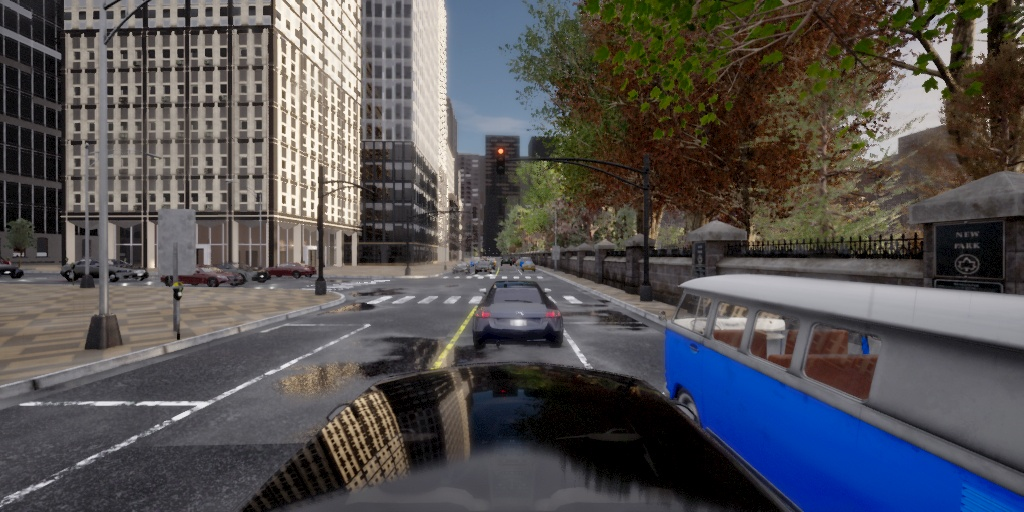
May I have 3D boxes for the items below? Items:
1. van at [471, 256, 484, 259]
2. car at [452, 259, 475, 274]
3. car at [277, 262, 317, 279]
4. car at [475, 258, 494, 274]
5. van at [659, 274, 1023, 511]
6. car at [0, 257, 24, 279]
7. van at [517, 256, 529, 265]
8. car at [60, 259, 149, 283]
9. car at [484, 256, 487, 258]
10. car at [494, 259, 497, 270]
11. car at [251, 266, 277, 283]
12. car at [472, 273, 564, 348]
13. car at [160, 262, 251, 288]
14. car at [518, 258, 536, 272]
[{"bbox_3d":[-6.330,1.062,62.479,1.690,1.789,3.998,0,0,-2],"label":"van"},{"bbox_3d":[-5.644,1.287,40.304,2.007,1.370,4.403,0,0,-1],"label":"car"},{"bbox_3d":[-18.094,1.126,29.097,4.207,1.307,1.802,0,0,4],"label":"car"},{"bbox_3d":[-3.229,1.241,40.878,1.837,1.490,4.892,0,0,-3],"label":"car"},{"bbox_3d":[2.567,1.091,2.639,1.690,1.789,3.998,0,0,0],"label":"van"},{"bbox_3d":[-36.462,0.916,24.590,4.181,1.385,1.994,1,0,2],"label":"car"},{"bbox_3d":[1.992,1.070,51.730,1.690,1.789,3.998,0,0,-1],"label":"van"},{"bbox_3d":[-27.267,0.948,24.094,4.902,1.511,2.128,1,0,3],"label":"car"},{"bbox_3d":[-3.744,1.197,64.442,1.882,1.535,5.008,0,0,-1],"label":"car"},{"bbox_3d":[-3.415,1.294,50.858,1.994,1.385,4.181,0,0,-2],"label":"car"},{"bbox_3d":[-18.285,1.122,23.532,4.181,1.385,1.994,1,0,4],"label":"car"},{"bbox_3d":[0.098,1.313,9.218,1.994,1.385,4.181,0,0,-1],"label":"car"},{"bbox_3d":[-18.158,1.149,20.984,4.207,1.307,1.802,0,0,4],"label":"car"},{"bbox_3d":[2.116,1.258,46.357,1.751,1.417,4.829,0,0,-1],"label":"car"}]
